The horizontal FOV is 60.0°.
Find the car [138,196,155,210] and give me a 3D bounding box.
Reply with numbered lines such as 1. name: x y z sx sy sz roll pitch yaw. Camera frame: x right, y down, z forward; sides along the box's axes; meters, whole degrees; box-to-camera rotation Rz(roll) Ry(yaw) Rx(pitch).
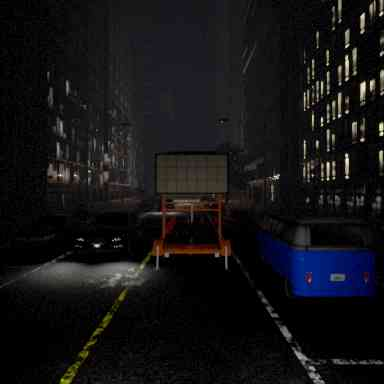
1. car: -5.694 1.542 42.141 2.008 1.369 4.403 0 0 0

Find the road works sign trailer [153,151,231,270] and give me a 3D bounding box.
1. road works sign trailer: -0.001 0.462 11.003 2.380 3.560 2.880 0 0 0

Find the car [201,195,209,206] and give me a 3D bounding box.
1. car: 2.686 1.537 47.831 2.008 1.369 4.403 0 0 0

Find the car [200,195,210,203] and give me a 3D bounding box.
1. car: 2.685 1.391 70.600 1.967 1.590 4.097 0 0 0

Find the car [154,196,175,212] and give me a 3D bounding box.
1. car: -3.004 1.518 38.610 1.812 1.442 4.674 0 0 0

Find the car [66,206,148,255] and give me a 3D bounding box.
1. car: -3.101 1.502 13.286 1.837 1.490 4.892 0 0 0

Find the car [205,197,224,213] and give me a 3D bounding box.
1. car: 2.687 1.576 36.446 1.802 1.307 4.206 0 0 0

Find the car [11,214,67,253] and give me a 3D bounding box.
1. car: -5.692 1.580 13.678 1.802 1.307 4.206 0 0 0

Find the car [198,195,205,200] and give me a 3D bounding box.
1. car: 2.683 1.449 93.371 1.887 1.381 4.507 0 0 0

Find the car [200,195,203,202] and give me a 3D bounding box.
1. car: 2.686 1.531 53.523 2.008 1.369 4.403 0 0 0

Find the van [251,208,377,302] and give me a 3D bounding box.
1. van: 2.689 1.340 7.984 1.690 1.788 3.998 0 0 0

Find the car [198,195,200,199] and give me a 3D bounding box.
1. car: 2.685 1.401 64.908 1.967 1.590 4.097 0 0 0

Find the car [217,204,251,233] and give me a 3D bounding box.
1. car: 2.688 1.579 19.368 1.802 1.307 4.206 0 0 0
